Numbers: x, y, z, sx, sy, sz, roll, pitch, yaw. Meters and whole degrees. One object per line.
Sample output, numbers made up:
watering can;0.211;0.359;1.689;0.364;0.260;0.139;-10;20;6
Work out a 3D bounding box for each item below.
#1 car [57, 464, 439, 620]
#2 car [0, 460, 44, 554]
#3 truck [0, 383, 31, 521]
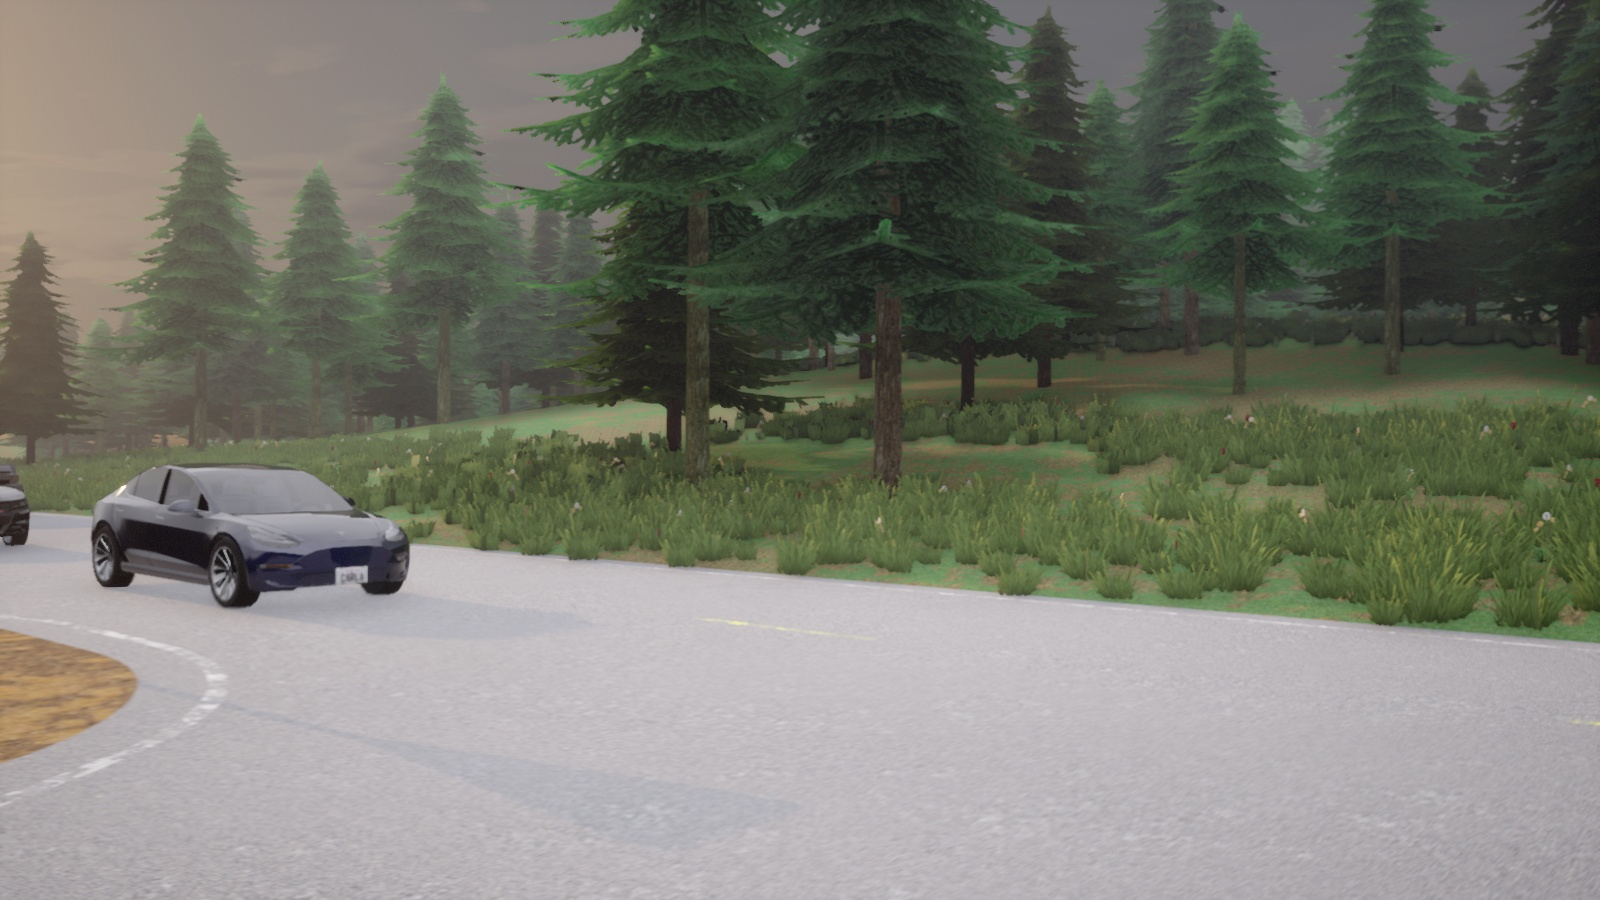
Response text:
car;-6.517;0.919;14.584;4.792;1.488;2.163;0;0;40
car;-15.141;0.937;21.848;5.008;1.535;1.882;0;0;40
truck;-23.693;0.043;33.631;7.936;3.462;2.891;0;0;40
